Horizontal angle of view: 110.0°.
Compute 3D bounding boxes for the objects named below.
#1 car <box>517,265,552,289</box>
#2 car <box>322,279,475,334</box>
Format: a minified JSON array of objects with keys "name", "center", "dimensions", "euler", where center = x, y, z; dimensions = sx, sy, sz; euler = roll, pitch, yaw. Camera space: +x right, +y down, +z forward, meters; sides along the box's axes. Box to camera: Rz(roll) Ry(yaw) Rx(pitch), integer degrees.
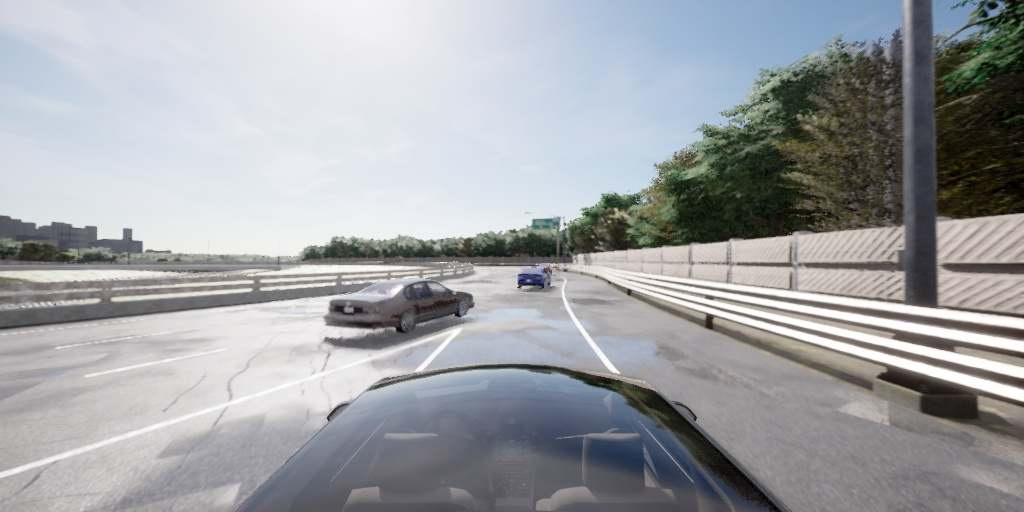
[{"name":"car","center":[1.712,1.576,26.767],"dimensions":[1.882,1.535,5.008],"euler":[0,-1,13]},{"name":"car","center":[-3.143,1.421,11.264],"dimensions":[2.033,1.411,5.357],"euler":[0,-1,22]}]
